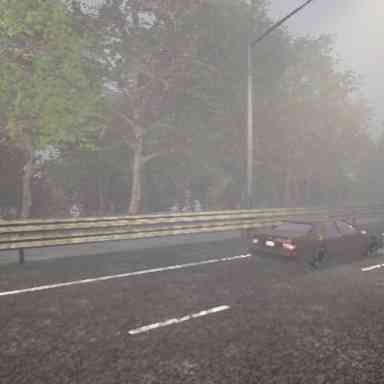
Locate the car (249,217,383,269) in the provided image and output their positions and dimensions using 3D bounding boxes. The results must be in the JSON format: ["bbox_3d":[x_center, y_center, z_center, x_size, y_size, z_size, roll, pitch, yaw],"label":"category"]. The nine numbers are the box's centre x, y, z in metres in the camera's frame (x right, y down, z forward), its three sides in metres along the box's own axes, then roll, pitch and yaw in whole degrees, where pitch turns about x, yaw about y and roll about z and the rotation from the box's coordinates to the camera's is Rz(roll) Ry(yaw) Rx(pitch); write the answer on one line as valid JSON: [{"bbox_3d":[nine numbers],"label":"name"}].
[{"bbox_3d":[4.313,1.551,11.177,5.357,1.411,2.033,0,0,-36],"label":"car"}]
